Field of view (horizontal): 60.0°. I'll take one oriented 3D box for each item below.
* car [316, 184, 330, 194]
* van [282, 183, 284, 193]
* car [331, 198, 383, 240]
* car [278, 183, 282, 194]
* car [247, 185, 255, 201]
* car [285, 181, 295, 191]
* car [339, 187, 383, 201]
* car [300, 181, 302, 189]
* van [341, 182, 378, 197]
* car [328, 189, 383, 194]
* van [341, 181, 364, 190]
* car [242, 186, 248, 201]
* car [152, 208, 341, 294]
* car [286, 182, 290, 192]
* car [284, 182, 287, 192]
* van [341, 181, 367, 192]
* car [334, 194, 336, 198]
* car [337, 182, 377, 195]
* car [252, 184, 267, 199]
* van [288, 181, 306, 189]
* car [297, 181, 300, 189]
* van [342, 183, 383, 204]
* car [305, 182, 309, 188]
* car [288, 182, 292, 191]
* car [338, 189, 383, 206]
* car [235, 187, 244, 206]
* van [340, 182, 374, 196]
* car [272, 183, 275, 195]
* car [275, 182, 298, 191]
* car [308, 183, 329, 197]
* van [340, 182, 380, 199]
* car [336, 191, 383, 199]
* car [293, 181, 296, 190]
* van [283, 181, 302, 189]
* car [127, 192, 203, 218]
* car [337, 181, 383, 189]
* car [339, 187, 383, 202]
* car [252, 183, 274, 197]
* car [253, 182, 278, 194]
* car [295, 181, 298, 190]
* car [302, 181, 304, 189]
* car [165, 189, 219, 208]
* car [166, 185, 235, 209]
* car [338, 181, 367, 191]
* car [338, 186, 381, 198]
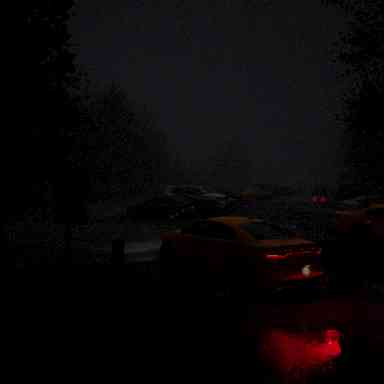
[{"bbox_3d":[22.455,-0.529,56.857,1.882,1.535,5.008,1,2,24],"label":"car"},{"bbox_3d":[11.689,-0.594,52.452,4.442,1.987,1.878,1,2,24],"label":"van"},{"bbox_3d":[8.805,1.289,14.390,5.008,1.535,2.097,1,3,24],"label":"car"},{"bbox_3d":[10.473,-0.246,49.965,4.792,1.488,2.163,1,2,24],"label":"car"},{"bbox_3d":[3.467,0.370,34.876,5.366,1.575,1.946,1,3,24],"label":"car"},{"bbox_3d":[15.956,-0.754,62.710,5.366,1.575,1.946,1,2,24],"label":"car"},{"bbox_3d":[20.115,0.162,39.509,4.792,1.488,2.163,1,2,24],"label":"car"},{"bbox_3d":[21.776,-1.346,75.299,4.553,1.767,2.185,1,2,24],"label":"car"},{"bbox_3d":[23.594,-0.383,47.038,4.442,1.987,1.878,1,2,24],"label":"van"},{"bbox_3d":[13.123,0.816,24.451,5.366,1.575,1.946,1,3,24],"label":"car"},{"bbox_3d":[36.112,-1.423,74.939,4.442,1.987,1.878,1,2,24],"label":"van"},{"bbox_3d":[2.506,0.495,32.268,4.892,1.521,2.231,1,3,24],"label":"car"},{"bbox_3d":[0.934,1.365,8.580,1.882,1.535,5.008,2,-1,-31],"label":"car"},{"bbox_3d":[13.827,-0.530,57.584,4.792,1.488,2.163,1,2,24],"label":"car"},{"bbox_3d":[12.692,-0.435,55.052,4.792,1.488,2.163,1,2,24],"label":"car"},{"bbox_3d":[31.579,-1.046,64.835,4.442,1.987,1.878,1,2,24],"label":"van"},{"bbox_3d":[10.999,1.087,19.339,4.792,1.488,2.163,1,3,24],"label":"car"},{"bbox_3d":[25.729,-0.599,52.148,5.566,2.045,2.435,1,2,24],"label":"car"},{"bbox_3d":[5.788,0.130,40.047,5.366,1.575,1.946,1,3,24],"label":"car"},{"bbox_3d":[28.506,-1.939,90.506,4.442,1.987,1.878,1,1,24],"label":"van"},{"bbox_3d":[19.364,-1.037,70.304,5.366,1.575,1.946,1,2,24],"label":"car"},{"bbox_3d":[17.981,0.122,34.529,4.442,1.987,1.878,1,3,24],"label":"van"},{"bbox_3d":[26.374,-1.848,85.396,5.566,2.045,2.435,1,2,24],"label":"car"},{"bbox_3d":[14.963,-0.624,60.115,4.792,1.488,2.163,1,2,24],"label":"car"},{"bbox_3d":[16.666,0.496,31.962,4.792,1.488,2.163,1,3,24],"label":"car"},{"bbox_3d":[1.534,0.613,29.664,5.366,1.575,1.946,1,3,24],"label":"car"},{"bbox_3d":[24.515,-0.481,49.660,4.442,1.987,1.878,1,2,24],"label":"van"},{"bbox_3d":[8.169,-0.077,44.916,4.892,1.521,2.231,1,3,24],"label":"car"},{"bbox_3d":[20.640,-1.251,72.768,4.553,1.767,2.185,1,2,24],"label":"car"},{"bbox_3d":[18.241,-0.165,47.468,2.128,1.511,4.902,1,2,24],"label":"car"},{"bbox_3d":[21.116,-0.195,42.064,4.442,1.987,1.878,1,2,24],"label":"van"},{"bbox_3d":[9.971,1.046,16.896,4.553,1.767,2.185,1,3,24],"label":"car"},{"bbox_3d":[17.267,-0.841,65.162,4.892,1.521,2.231,1,2,24],"label":"car"},{"bbox_3d":[25.106,-1.730,82.925,4.442,1.987,1.878,1,2,24],"label":"van"},{"bbox_3d":[-2.069,0.997,22.162,4.792,1.488,2.163,1,3,24],"label":"car"},{"bbox_3d":[15.584,0.335,29.402,5.566,2.045,2.435,1,3,24],"label":"car"},{"bbox_3d":[19.035,0.264,37.103,4.792,1.488,2.163,1,3,24],"label":"car"},{"bbox_3d":[7.212,0.028,42.314,5.366,1.575,1.946,1,3,24],"label":"car"},{"bbox_3d":[9.340,-0.304,47.430,4.553,1.767,2.185,1,2,24],"label":"car"},{"bbox_3d":[18.391,-0.935,67.699,4.892,1.521,2.231,1,2,24],"label":"car"},{"bbox_3d":[22.935,-1.314,77.825,5.008,1.535,2.097,1,2,24],"label":"car"},{"bbox_3d":[-0.902,0.850,24.677,5.008,1.535,2.097,1,3,24],"label":"car"},{"bbox_3d":[0.254,0.481,27.186,5.566,2.045,2.435,1,3,24],"label":"car"},{"bbox_3d":[34.847,-1.357,72.471,5.566,2.045,2.435,1,2,24],"label":"car"},{"bbox_3d":[22.359,-0.065,44.567,5.008,1.535,2.097,1,2,24],"label":"car"}]
